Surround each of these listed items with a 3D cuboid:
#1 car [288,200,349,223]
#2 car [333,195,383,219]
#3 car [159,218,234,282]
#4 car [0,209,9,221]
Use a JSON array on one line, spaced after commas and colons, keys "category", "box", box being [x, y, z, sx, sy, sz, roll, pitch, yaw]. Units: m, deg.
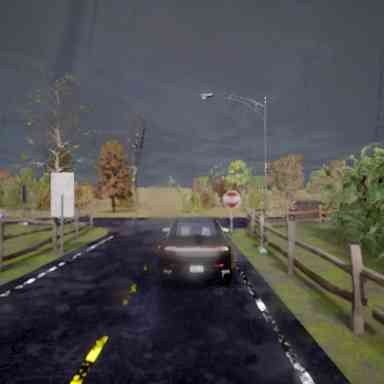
[{"category": "car", "box": [9.951, 1.398, 25.852, 4.553, 1.767, 2.097, 0, 0, -5]}, {"category": "car", "box": [15.429, 1.268, 28.798, 5.566, 2.045, 2.150, 0, 0, 1]}, {"category": "car", "box": [0.110, 1.519, 9.864, 2.128, 1.511, 4.902, 0, 0, 0]}, {"category": "car", "box": [-17.043, 1.624, 26.331, 4.674, 1.442, 1.812, 0, 0, 1]}]
